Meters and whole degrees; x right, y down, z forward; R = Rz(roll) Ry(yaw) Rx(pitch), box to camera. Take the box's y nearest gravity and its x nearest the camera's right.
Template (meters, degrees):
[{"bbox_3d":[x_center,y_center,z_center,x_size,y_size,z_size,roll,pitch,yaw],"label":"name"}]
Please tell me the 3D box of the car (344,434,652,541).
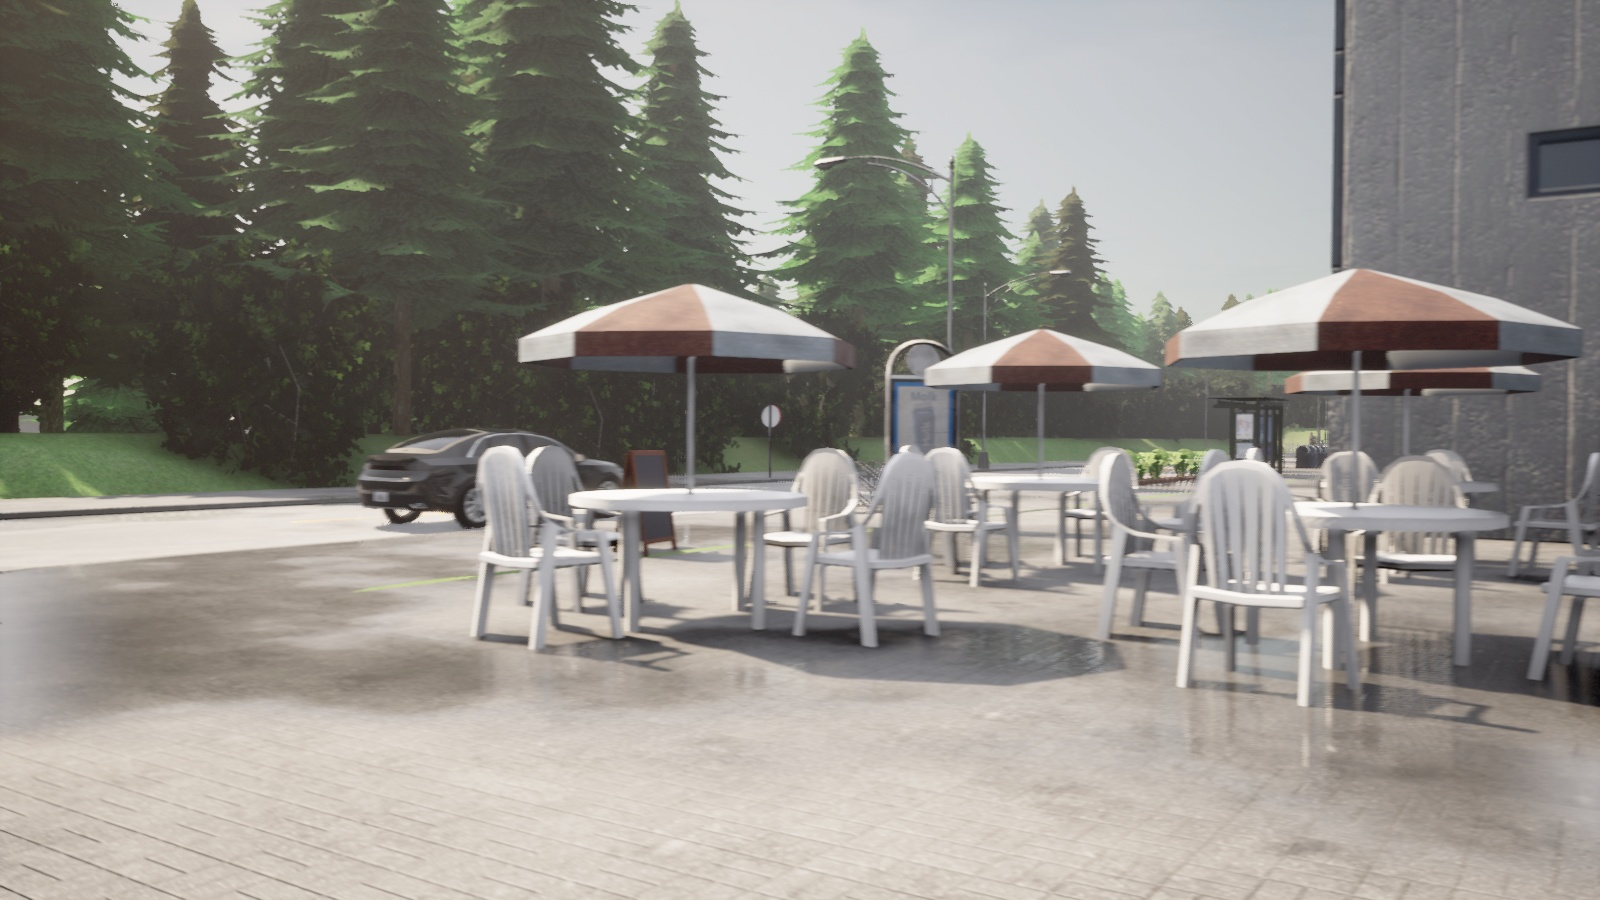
[{"bbox_3d":[-4.704,0.502,20.323,1.837,1.490,4.892,0,1,33],"label":"car"}]
